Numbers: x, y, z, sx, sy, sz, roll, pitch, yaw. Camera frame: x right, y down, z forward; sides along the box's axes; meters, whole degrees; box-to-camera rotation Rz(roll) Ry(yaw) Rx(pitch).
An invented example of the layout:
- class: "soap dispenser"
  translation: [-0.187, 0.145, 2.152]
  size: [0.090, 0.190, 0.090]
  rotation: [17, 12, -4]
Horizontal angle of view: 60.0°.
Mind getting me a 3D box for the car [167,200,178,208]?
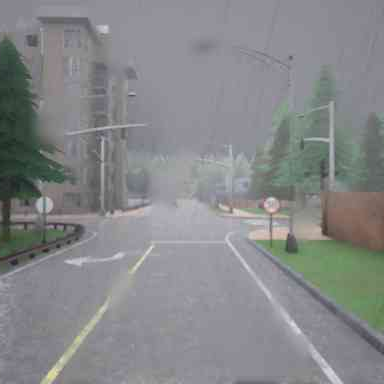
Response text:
- class: "car"
  translation: [-3.544, 2.219, 61.248]
  size: [2.033, 1.411, 5.357]
  rotation: [0, -1, 0]
